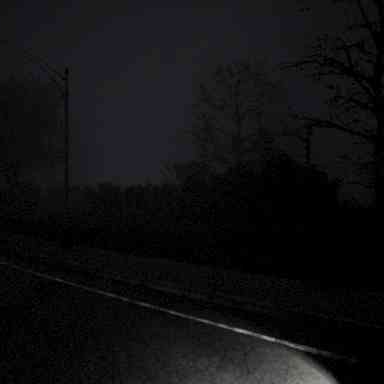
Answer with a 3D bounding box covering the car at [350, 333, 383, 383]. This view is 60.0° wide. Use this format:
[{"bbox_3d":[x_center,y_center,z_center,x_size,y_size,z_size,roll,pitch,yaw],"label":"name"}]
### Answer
[{"bbox_3d":[3.118,1.556,1.886,4.181,1.385,1.994,-1,-1,35],"label":"car"}]
